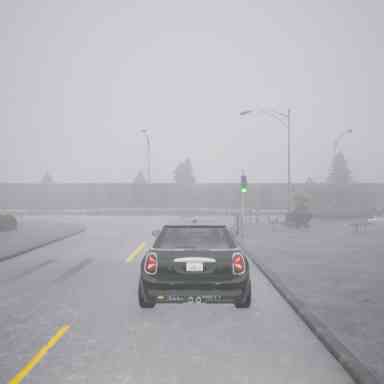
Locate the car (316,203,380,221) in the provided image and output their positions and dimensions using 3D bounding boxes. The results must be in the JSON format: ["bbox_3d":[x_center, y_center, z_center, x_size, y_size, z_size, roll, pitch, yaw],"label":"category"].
[{"bbox_3d":[12.073,1.564,26.413,4.181,1.385,1.994,0,0,0],"label":"car"}]

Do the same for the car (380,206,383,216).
[{"bbox_3d":[19.302,1.547,30.605,5.357,1.411,2.033,0,0,0],"label":"car"}]

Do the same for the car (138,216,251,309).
[{"bbox_3d":[0.071,1.352,8.031,2.097,1.767,4.553,0,0,1],"label":"car"}]
